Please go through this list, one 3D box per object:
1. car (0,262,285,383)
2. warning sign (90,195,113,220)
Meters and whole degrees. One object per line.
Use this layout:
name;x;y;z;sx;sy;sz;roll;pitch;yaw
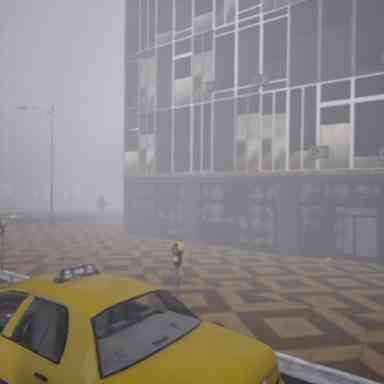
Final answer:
car;-1.459;1.480;3.746;4.829;1.417;1.752;1;1;35
warning sign;-6.959;1.173;25.636;1.300;1.860;1.060;2;1;33
